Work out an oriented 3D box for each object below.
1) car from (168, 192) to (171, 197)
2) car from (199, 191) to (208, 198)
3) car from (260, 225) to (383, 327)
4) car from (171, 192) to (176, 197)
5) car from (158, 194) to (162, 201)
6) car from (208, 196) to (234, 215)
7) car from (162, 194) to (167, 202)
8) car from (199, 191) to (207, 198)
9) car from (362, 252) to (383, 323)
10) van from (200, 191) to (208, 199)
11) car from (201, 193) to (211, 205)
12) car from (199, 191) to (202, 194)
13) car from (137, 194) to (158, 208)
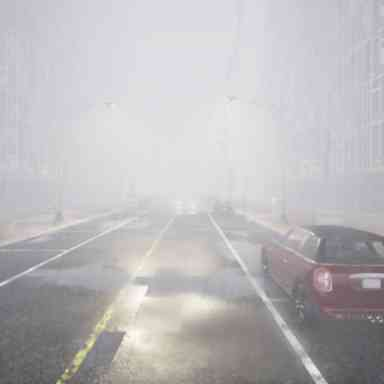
[{"bbox_3d":[-5.682,0.990,63.856,1.947,1.339,4.313,0,1,0],"label":"car"},{"bbox_3d":[2.701,0.693,80.922,1.967,1.590,4.097,0,1,0],"label":"car"},{"bbox_3d":[2.692,1.381,6.925,1.967,1.590,4.097,0,0,0],"label":"car"},{"bbox_3d":[-5.679,0.662,92.148,1.752,1.417,4.829,0,1,0],"label":"car"},{"bbox_3d":[-5.684,1.170,46.780,1.802,1.307,4.206,0,1,0],"label":"car"},{"bbox_3d":[2.695,1.290,29.695,1.887,1.381,4.507,0,1,0],"label":"car"},{"bbox_3d":[-5.683,1.024,58.164,1.887,1.381,4.507,0,1,0],"label":"car"},{"bbox_3d":[2.698,1.045,58.155,1.947,1.339,4.313,0,1,0],"label":"car"},{"bbox_3d":[2.692,1.429,1.233,1.967,1.590,4.097,0,0,0],"label":"car"},{"bbox_3d":[2.700,0.652,75.230,1.690,1.788,3.998,0,1,0],"label":"van"},{"bbox_3d":[2.696,1.153,46.771,1.947,1.339,4.313,0,1,0],"label":"car"},{"bbox_3d":[2.699,0.933,69.539,1.947,1.339,4.313,0,1,0],"label":"car"},{"bbox_3d":[-5.685,1.186,41.086,1.887,1.381,4.507,0,1,0],"label":"car"}]
